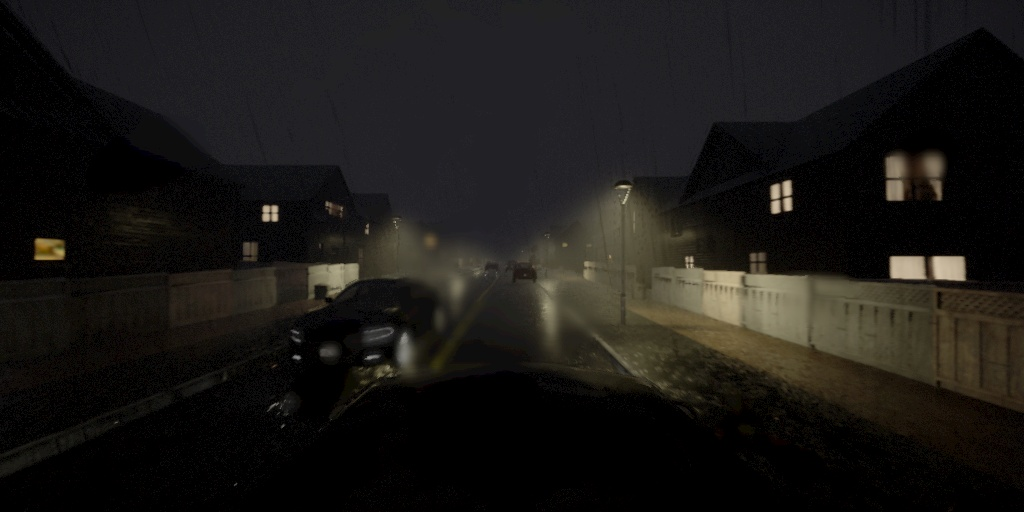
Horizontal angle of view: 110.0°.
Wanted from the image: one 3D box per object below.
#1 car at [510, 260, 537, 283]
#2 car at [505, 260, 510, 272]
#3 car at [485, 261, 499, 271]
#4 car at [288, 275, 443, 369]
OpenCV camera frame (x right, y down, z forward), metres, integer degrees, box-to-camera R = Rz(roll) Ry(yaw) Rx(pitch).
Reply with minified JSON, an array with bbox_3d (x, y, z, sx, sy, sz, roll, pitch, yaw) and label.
[{"bbox_3d":[0.965,1.247,28.627,1.882,1.535,5.008,0,0,0],"label":"car"},{"bbox_3d":[0.023,1.348,47.704,2.033,1.411,5.357,0,0,0],"label":"car"},{"bbox_3d":[-2.811,1.407,50.706,1.895,1.301,4.718,0,0,0],"label":"car"},{"bbox_3d":[-2.849,1.229,8.064,1.882,1.535,5.008,0,0,0],"label":"car"}]
